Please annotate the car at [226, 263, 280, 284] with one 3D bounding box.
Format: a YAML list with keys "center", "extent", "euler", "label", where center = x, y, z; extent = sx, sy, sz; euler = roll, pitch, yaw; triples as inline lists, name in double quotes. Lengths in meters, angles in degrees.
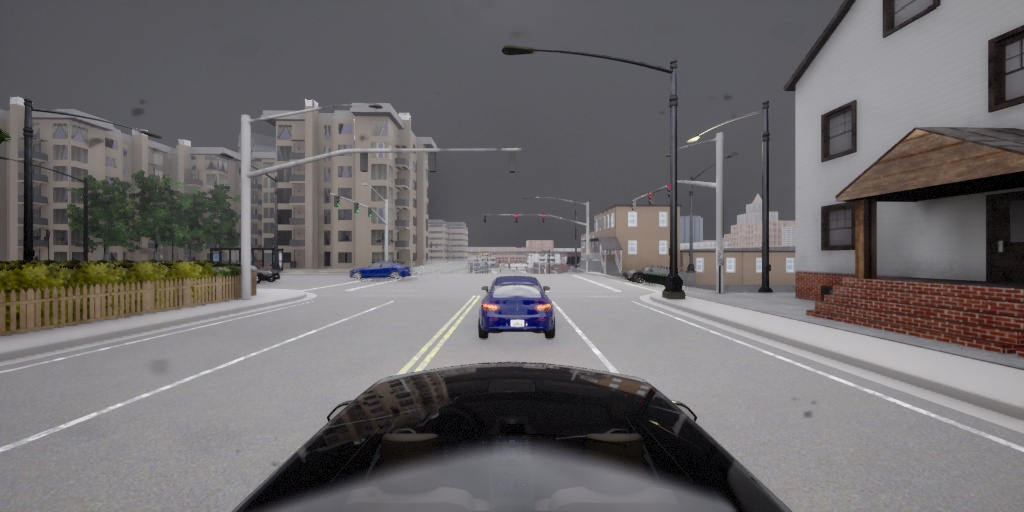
- center: [-19.815, 1.255, 26.487]
  extent: [4.892, 1.490, 1.837]
  euler: [0, 0, 1]
  label: "car"

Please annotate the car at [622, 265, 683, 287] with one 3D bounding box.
- center: [11.591, 1.534, 29.706]
  extent: [4.553, 1.767, 2.097]
  euler: [8, 0, 0]
  label: "car"

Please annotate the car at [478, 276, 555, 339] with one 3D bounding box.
- center: [0.110, 1.276, 9.991]
  extent: [1.812, 1.442, 4.674]
  euler: [0, 0, 0]
  label: "car"

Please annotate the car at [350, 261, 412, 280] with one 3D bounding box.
- center: [-10.938, 1.224, 30.053]
  extent: [5.008, 1.535, 1.882]
  euler: [0, 0, 1]
  label: "car"
